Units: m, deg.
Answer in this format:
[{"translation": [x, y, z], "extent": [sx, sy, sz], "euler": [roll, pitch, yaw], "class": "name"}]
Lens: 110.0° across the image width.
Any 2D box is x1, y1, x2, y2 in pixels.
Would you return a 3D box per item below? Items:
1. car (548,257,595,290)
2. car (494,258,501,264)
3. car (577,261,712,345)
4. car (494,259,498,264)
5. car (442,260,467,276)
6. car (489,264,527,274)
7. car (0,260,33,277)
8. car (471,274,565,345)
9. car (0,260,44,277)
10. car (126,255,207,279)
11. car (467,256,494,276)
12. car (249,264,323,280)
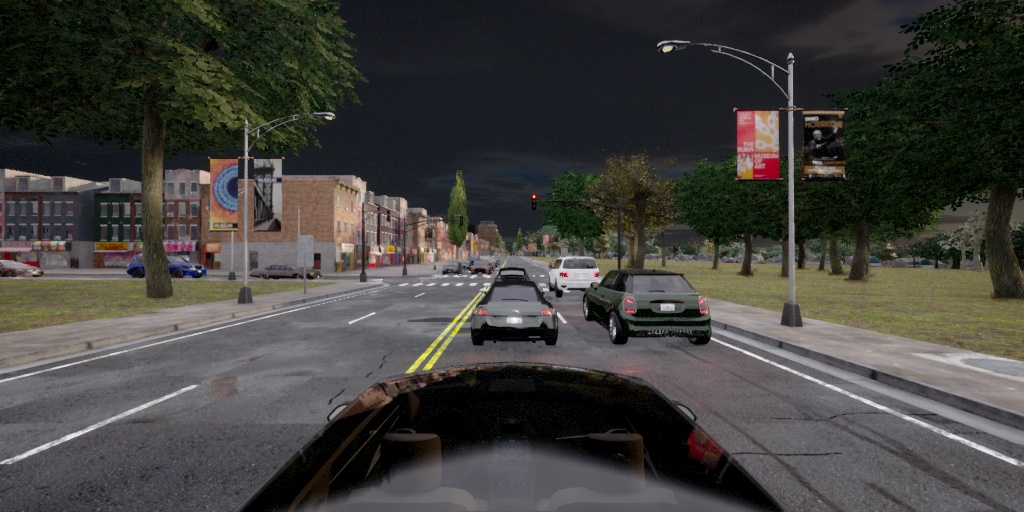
[{"translation": [3.264, 1.054, 19.449], "extent": [2.150, 2.045, 5.566], "euler": [0, 0, 0], "class": "car"}, {"translation": [-3.429, 1.220, 61.869], "extent": [1.882, 1.535, 5.008], "euler": [0, 1, 0], "class": "car"}, {"translation": [3.313, 1.121, 9.736], "extent": [2.097, 1.767, 4.553], "euler": [0, 0, 0], "class": "car"}, {"translation": [-3.435, 1.426, 51.892], "extent": [1.895, 1.301, 4.718], "euler": [0, 0, 0], "class": "car"}, {"translation": [-6.667, 1.387, 40.562], "extent": [1.837, 1.490, 4.892], "euler": [0, 0, 0], "class": "car"}, {"translation": [0.014, 1.331, 18.451], "extent": [1.837, 1.490, 4.892], "euler": [0, 0, 0], "class": "car"}, {"translation": [-48.963, 1.118, 33.837], "extent": [5.008, 1.535, 1.882], "euler": [0, 0, 0], "class": "car"}, {"translation": [0.061, 1.332, 9.539], "extent": [1.994, 1.385, 4.181], "euler": [0, 0, 0], "class": "car"}, {"translation": [-43.524, 1.171, 30.968], "extent": [4.674, 1.442, 1.812], "euler": [0, 0, 1], "class": "car"}, {"translation": [-29.741, 0.962, 30.962], "extent": [5.566, 2.045, 2.150], "euler": [0, 0, 0], "class": "car"}, {"translation": [-3.417, 1.234, 40.198], "extent": [2.097, 1.767, 4.553], "euler": [0, 0, 0], "class": "car"}, {"translation": [-19.426, 1.382, 30.929], "extent": [5.357, 1.411, 2.033], "euler": [1, 0, -3], "class": "car"}]
